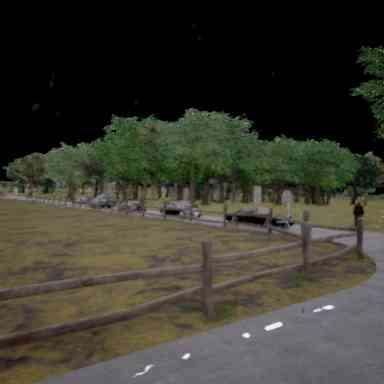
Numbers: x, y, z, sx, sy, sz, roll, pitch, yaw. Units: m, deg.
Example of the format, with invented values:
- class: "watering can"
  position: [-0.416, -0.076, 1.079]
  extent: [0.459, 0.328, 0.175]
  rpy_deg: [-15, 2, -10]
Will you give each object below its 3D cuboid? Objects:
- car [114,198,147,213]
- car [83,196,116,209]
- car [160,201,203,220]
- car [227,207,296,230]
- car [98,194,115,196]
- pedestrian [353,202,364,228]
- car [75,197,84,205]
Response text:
- class: "car"
  position: [-6.692, 1.626, 37.271]
  extent: [1.994, 1.385, 4.181]
  rpy_deg: [2, -1, -37]
- class: "car"
  position: [-12.698, 1.605, 45.745]
  extent: [2.033, 1.411, 5.357]
  rpy_deg: [2, -1, -35]
- class: "car"
  position: [-0.979, 1.558, 29.270]
  extent: [2.128, 1.511, 4.902]
  rpy_deg: [2, -1, -35]
- class: "car"
  position: [4.408, 1.671, 21.717]
  extent: [1.895, 1.301, 4.718]
  rpy_deg: [2, -1, -35]
- class: "car"
  position: [-13.676, 1.360, 52.139]
  extent: [2.150, 2.045, 5.566]
  rpy_deg: [2, -1, -36]
- class: "pedestrian"
  position: [11.219, 1.509, 22.472]
  extent: [0.375, 1.860, 0.375]
  rpy_deg: [2, -1, -36]
- class: "car"
  position: [-19.897, 1.639, 60.827]
  extent: [1.812, 1.442, 4.674]
  rpy_deg: [2, -1, -35]
